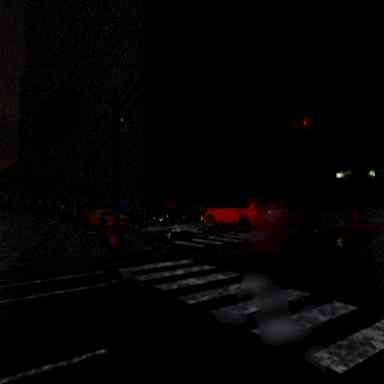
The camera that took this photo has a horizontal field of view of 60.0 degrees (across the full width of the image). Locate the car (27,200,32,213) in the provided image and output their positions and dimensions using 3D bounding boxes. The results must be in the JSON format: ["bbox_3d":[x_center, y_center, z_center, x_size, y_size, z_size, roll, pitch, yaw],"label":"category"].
[{"bbox_3d":[-20.328,2.184,44.590,1.887,1.381,4.507,-1,0,-35],"label":"car"}]

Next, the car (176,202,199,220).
[{"bbox_3d":[0.797,1.805,29.631,1.887,1.381,4.507,-1,0,-35],"label":"car"}]

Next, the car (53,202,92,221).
[{"bbox_3d":[-11.824,1.992,32.651,2.008,1.369,4.403,-1,0,-35],"label":"car"}]

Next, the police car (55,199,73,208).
[{"bbox_3d":[-25.287,2.285,65.578,1.930,1.638,5.238,0,-1,-35],"label":"police car"}]

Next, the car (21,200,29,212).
[{"bbox_3d":[-23.165,2.145,48.569,1.967,1.590,4.097,-1,0,-35],"label":"car"}]

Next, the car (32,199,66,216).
[{"bbox_3d":[-17.499,1.889,40.610,2.192,1.841,5.009,-1,0,-35],"label":"car"}]

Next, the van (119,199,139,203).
[{"bbox_3d":[-8.048,1.809,42.072,1.690,1.788,3.998,-1,0,-35],"label":"van"}]

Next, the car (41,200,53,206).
[{"bbox_3d":[-34.593,2.637,79.309,1.947,1.339,4.313,-1,0,-35],"label":"car"}]

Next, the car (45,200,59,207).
[{"bbox_3d":[-31.574,2.572,75.071,1.947,1.339,4.313,-1,0,-35],"label":"car"}]

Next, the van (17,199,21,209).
[{"bbox_3d":[-26.002,2.111,52.548,1.690,1.788,3.998,-1,0,-35],"label":"van"}]

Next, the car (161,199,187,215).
[{"bbox_3d":[-2.155,1.645,33.778,2.192,1.841,5.009,-1,0,-35],"label":"car"}]

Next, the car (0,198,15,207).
[{"bbox_3d":[-41.131,2.655,73.793,1.887,1.381,4.507,-1,0,-35],"label":"car"}]

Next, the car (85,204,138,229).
[{"bbox_3d":[-6.056,1.831,24.554,1.752,1.417,4.829,-1,0,-35],"label":"car"}]

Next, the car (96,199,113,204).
[{"bbox_3d":[-10.995,1.852,46.218,2.192,1.841,5.009,-1,0,-35],"label":"car"}]

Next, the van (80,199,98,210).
[{"bbox_3d":[-16.888,2.014,54.512,1.690,1.788,3.998,-1,0,-35],"label":"van"}]

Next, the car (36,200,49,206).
[{"bbox_3d":[-37.611,2.687,83.546,2.008,1.369,4.403,-1,0,-35],"label":"car"}]

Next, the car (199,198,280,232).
[{"bbox_3d":[3.112,1.389,21.606,2.150,2.045,5.566,0,-1,-34],"label":"car"}]

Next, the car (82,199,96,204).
[{"bbox_3d":[-16.349,2.116,49.024,2.128,1.511,4.902,0,-1,-35],"label":"car"}]

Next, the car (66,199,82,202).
[{"bbox_3d":[-16.692,1.942,44.136,2.097,1.767,4.553,0,0,-35],"label":"car"}]

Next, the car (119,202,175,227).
[{"bbox_3d":[-3.607,1.789,25.723,1.837,1.490,4.892,0,0,-35],"label":"car"}]
